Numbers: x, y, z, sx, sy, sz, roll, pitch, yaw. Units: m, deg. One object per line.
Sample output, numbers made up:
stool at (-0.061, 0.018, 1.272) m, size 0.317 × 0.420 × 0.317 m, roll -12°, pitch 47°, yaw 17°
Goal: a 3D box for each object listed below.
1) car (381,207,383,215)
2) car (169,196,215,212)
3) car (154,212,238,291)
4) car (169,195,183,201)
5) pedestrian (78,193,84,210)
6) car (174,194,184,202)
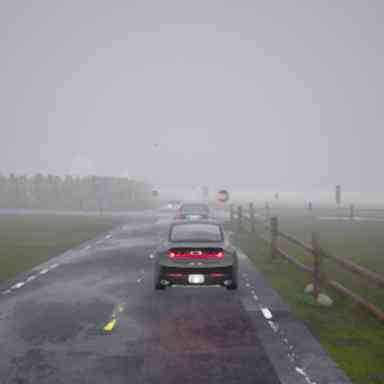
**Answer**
car at (21.667, 1.678, 33.587) m, size 4.553 × 1.767 × 2.097 m, roll 1°, pitch 0°, yaw 0°
car at (0.152, 1.298, 17.901) m, size 2.097 × 1.767 × 4.553 m, roll 0°, pitch 0°, yaw 2°
car at (0.101, 1.475, 8.942) m, size 1.837 × 1.490 × 4.892 m, roll 0°, pitch -1°, yaw 0°
car at (-2.816, 1.314, 54.943) m, size 1.882 × 1.535 × 5.008 m, roll 0°, pitch 0°, yaw 0°
pedestrian at (-12.172, 1.027, 36.512) m, size 0.375 × 1.860 × 0.375 m, roll 0°, pitch -1°, yaw 0°
car at (-2.754, 1.269, 70.232) m, size 1.882 × 1.535 × 5.008 m, roll 0°, pitch 0°, yaw 0°
